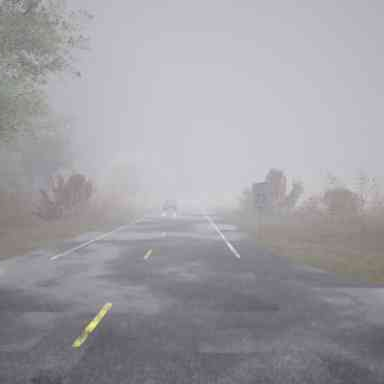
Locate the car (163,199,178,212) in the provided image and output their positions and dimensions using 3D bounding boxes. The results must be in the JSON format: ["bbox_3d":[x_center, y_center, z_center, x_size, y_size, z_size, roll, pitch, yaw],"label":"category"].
[{"bbox_3d":[-3.490,2.081,54.040,2.150,2.045,5.566,-1,-1,0],"label":"car"}]
